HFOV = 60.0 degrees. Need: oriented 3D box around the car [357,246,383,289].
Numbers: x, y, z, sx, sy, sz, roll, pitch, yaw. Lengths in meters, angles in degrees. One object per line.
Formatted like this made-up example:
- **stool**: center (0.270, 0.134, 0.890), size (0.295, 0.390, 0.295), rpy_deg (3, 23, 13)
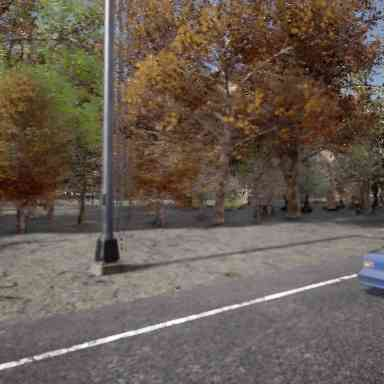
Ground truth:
- **car**: center (6.206, 1.632, 8.186), size (5.357, 1.411, 2.033), rpy_deg (1, 0, -36)
